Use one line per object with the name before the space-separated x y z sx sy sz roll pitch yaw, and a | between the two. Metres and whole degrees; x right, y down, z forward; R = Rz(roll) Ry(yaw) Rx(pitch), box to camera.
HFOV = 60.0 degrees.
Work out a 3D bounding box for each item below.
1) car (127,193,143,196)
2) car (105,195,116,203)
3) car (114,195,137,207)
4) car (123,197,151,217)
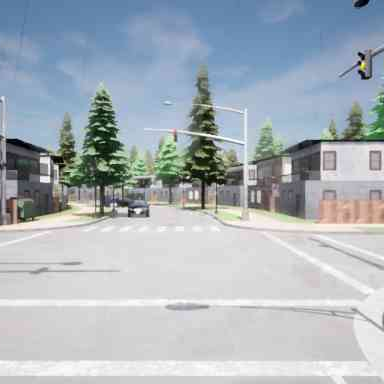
car | -10.401 1.184 58.418 2.150 2.045 5.566 0 0 -36
car | -16.518 1.314 66.760 2.097 1.767 4.553 0 0 -45
car | -9.849 1.564 49.292 1.895 1.301 4.718 0 0 -24
car | -4.844 1.456 30.545 2.128 1.511 4.902 0 0 -7
